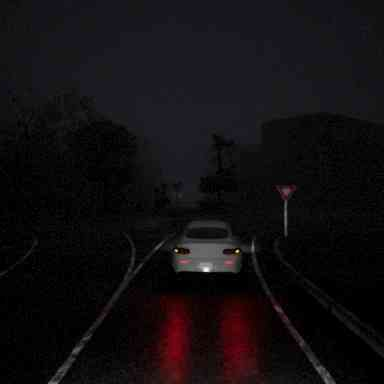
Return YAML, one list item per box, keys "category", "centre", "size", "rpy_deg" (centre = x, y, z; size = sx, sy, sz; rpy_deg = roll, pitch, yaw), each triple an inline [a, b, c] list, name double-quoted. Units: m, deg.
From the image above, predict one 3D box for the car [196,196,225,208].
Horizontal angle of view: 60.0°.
- category: "car"
  centre: [2.531, 1.304, 46.479]
  size: [1.882, 1.535, 5.008]
  rpy_deg: [-3, 2, -36]

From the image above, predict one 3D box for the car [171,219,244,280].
- category: "car"
  centre: [0.495, 1.511, 9.862]
  size: [1.812, 1.442, 4.674]
  rpy_deg: [0, 0, 4]
